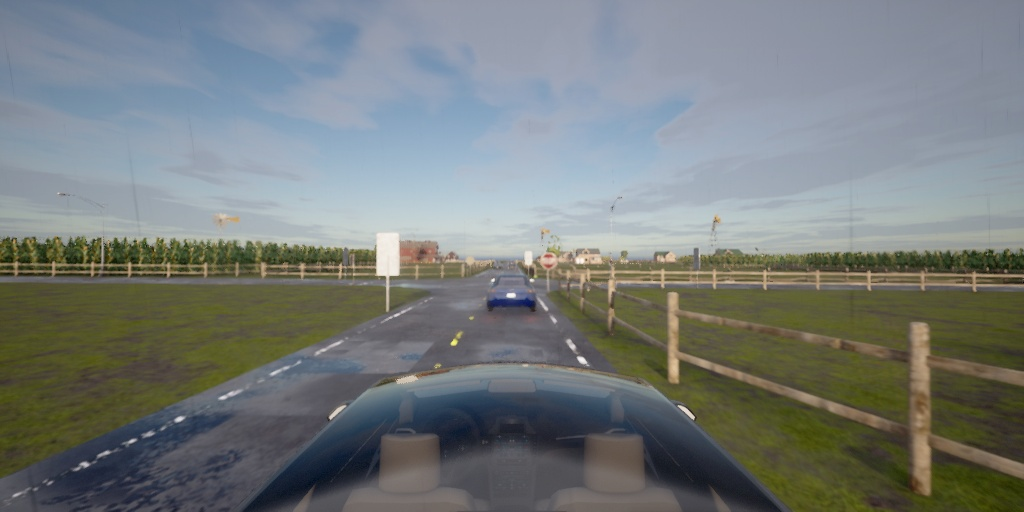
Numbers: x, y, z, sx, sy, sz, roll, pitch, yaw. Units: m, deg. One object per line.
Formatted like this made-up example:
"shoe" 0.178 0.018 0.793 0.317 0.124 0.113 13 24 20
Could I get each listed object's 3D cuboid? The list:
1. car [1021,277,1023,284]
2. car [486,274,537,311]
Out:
"car" 47.248 1.983 30.906 4.892 1.490 1.837 1 0 1
"car" 0.023 1.452 15.301 1.994 1.385 4.181 0 -1 1
